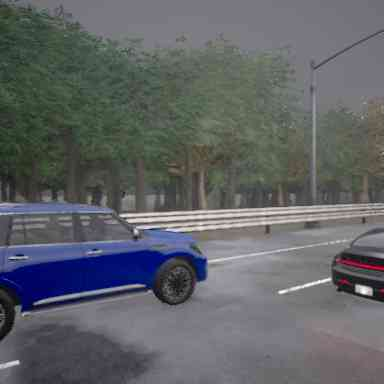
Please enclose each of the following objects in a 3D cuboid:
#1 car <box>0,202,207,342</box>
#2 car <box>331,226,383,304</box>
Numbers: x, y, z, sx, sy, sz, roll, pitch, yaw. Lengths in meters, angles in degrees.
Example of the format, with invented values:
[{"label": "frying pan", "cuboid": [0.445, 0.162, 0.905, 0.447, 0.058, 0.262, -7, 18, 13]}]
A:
[{"label": "car", "cuboid": [-2.322, 1.221, 6.388, 5.566, 2.045, 2.150, 0, 0, -35]}, {"label": "car", "cuboid": [5.039, 1.500, 7.339, 4.892, 1.490, 1.837, 0, 0, -35]}]
